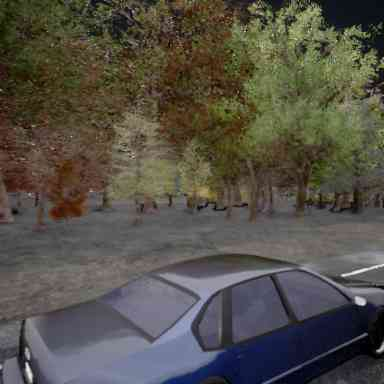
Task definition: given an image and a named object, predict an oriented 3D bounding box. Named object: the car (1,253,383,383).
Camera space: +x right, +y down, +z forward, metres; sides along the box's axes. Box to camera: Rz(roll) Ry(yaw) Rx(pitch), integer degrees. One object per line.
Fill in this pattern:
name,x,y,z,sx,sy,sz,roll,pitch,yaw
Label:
car,0.690,1.547,4.241,5.357,1.411,2.033,0,0,-36
